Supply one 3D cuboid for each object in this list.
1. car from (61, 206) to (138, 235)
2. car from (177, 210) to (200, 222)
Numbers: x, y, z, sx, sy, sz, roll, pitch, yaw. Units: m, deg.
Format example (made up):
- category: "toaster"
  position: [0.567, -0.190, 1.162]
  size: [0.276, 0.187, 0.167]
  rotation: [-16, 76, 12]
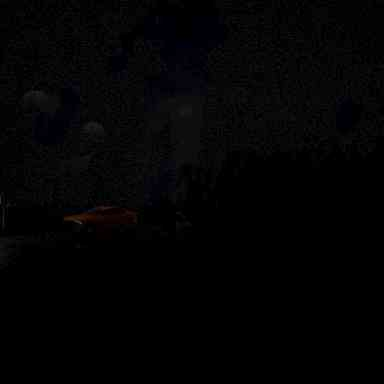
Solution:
- category: "car"
  position: [-5.552, 1.640, 20.503]
  size: [1.882, 1.535, 5.008]
  rotation: [1, 0, 36]
- category: "car"
  position: [0.644, 1.794, 29.141]
  size: [1.812, 1.442, 4.674]
  rotation: [1, 0, 36]
